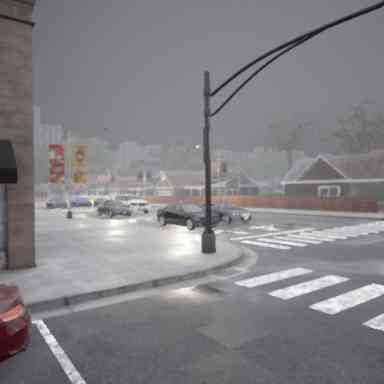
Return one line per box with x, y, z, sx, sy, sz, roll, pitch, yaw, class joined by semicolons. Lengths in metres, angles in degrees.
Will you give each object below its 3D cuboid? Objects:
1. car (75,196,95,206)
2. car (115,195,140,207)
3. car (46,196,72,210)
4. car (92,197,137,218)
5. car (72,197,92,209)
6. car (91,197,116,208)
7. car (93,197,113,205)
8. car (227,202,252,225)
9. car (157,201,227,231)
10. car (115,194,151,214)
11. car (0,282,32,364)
-18.478;1.568;57.281;1.882;1.535;5.008;-1;0;-36;car
-9.971;1.338;50.994;2.097;1.767;4.553;-1;0;-36;car
-19.003;1.486;46.822;2.097;1.767;4.553;-1;0;-35;car
-7.127;1.518;30.143;1.837;1.490;4.892;-1;0;-36;car
-16.160;1.565;48.432;1.882;1.535;5.008;-1;0;-35;car
-13.434;1.532;50.318;2.128;1.511;4.902;-1;0;-35;car
-15.836;1.608;59.175;1.994;1.385;4.181;-1;0;-36;car
2.005;1.388;22.985;2.128;1.511;4.902;-1;0;-36;car
-0.340;1.417;20.674;1.882;1.535;5.008;-1;0;-36;car
-6.433;1.209;34.742;2.150;2.045;5.566;-1;0;-36;car
-3.953;1.601;3.360;4.206;1.307;1.802;-1;1;-36;car
